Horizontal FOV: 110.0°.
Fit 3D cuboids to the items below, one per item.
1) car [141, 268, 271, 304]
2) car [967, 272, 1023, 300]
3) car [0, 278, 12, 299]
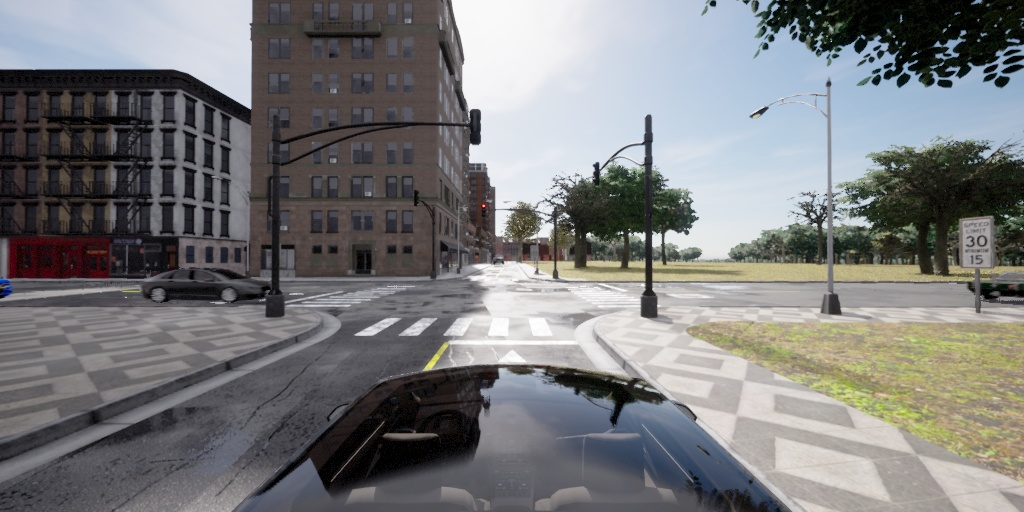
[{"bbox_3d":[-12.928,1.277,15.427,4.892,1.490,1.837,0,-1,0],"label":"car"},{"bbox_3d":[22.997,1.330,15.414,4.718,1.301,1.895,0,-1,0],"label":"car"},{"bbox_3d":[-24.867,1.201,15.431,5.008,1.535,1.882,0,-1,0],"label":"car"}]
